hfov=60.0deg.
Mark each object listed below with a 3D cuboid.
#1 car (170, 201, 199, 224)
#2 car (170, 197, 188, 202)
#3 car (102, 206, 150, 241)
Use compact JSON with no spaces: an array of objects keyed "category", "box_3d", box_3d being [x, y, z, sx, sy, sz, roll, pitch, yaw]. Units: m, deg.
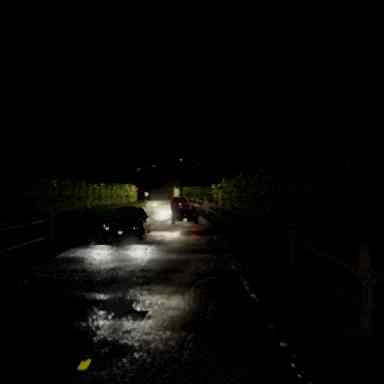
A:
[{"category":"car","box_3d":[-0.570,1.610,24.973,1.895,1.301,4.718,0,0,-3]},{"category":"car","box_3d":[-1.489,1.376,39.370,2.097,1.767,4.553,0,0,-4]},{"category":"car","box_3d":[-3.183,1.510,16.768,1.837,1.490,4.892,0,0,-2]}]
